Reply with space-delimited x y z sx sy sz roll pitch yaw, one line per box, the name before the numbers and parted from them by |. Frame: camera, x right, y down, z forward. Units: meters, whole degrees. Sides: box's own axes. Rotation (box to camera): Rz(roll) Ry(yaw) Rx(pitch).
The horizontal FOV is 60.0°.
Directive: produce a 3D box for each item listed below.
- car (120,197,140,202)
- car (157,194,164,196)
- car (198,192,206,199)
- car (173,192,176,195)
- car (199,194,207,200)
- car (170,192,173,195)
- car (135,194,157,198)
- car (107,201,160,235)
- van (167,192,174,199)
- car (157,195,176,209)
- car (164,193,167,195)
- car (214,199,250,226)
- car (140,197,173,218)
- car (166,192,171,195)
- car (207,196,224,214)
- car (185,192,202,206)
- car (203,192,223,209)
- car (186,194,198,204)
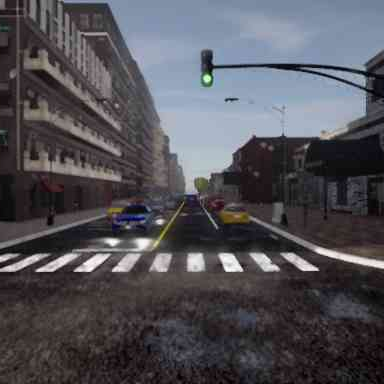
car | -5.687 1.403 27.106 1.752 1.417 4.829 0 0 0
car | -5.683 1.318 49.433 2.008 1.369 4.403 0 0 0
car | 2.704 0.871 93.745 2.192 1.841 5.009 0 0 0
car | -5.678 0.941 82.668 2.192 1.841 5.009 0 0 0
car | 2.702 1.146 82.668 2.008 1.369 4.403 0 0 0
car | -5.680 1.111 71.589 1.967 1.590 4.097 0 0 0
car | -5.685 1.135 38.354 2.192 1.841 5.009 0 0 0
car | -3.096 1.440 18.497 1.812 1.442 4.674 0 0 0
van | -5.677 0.947 88.208 1.690 1.788 3.998 0 0 0
car | -3.077 1.405 39.620 1.895 1.301 4.718 0 0 0
car | -5.682 1.268 54.802 1.752 1.417 4.829 0 0 0
car | 2.693 1.400 21.907 1.752 1.417 4.829 0 0 0
car | -3.084 1.405 29.054 2.033 1.411 5.357 0 0 1
car | -5.681 1.238 66.052 1.887 1.381 4.507 0 0 0
car | 2.695 1.399 32.815 1.802 1.307 4.206 0 0 0
car | 0.004 1.102 48.508 2.097 1.767 4.553 0 0 0
car | 2.696 1.104 38.353 2.192 1.841 5.009 0 0 0
car | 0.007 1.183 58.545 1.882 1.535 5.008 0 0 0
